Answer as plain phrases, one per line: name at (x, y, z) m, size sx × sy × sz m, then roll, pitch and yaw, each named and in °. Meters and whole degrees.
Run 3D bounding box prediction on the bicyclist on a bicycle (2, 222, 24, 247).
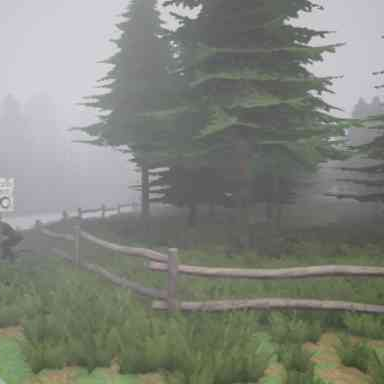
bicyclist on a bicycle at (-5.011, 1.453, 8.812) m, size 1.656 × 1.620 × 0.582 m, roll 1°, pitch 0°, yaw -32°
